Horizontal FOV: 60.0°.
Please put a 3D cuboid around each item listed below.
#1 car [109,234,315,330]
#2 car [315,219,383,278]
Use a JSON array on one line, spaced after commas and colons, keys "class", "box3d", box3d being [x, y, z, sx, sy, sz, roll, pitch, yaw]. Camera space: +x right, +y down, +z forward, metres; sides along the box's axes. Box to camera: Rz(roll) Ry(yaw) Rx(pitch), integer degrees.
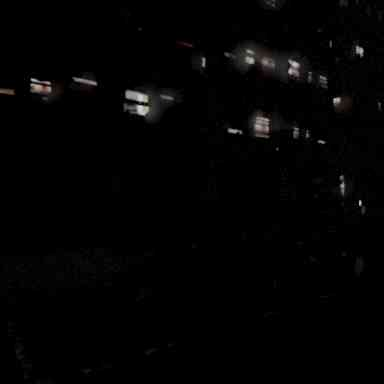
[{"class": "car", "box3d": [0.420, 1.581, 6.851, 4.206, 1.307, 1.802, 0, 0, -35]}, {"class": "car", "box3d": [5.052, 1.544, 10.156, 4.507, 1.381, 1.887, 0, 0, -35]}]
